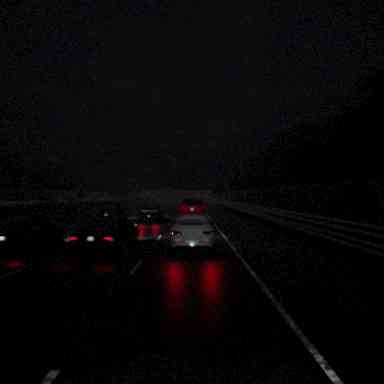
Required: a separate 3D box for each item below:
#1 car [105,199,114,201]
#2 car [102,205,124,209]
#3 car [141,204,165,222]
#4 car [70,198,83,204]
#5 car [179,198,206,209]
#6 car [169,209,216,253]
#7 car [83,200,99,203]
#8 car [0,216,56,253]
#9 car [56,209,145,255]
[{"bbox_3d":[-17.483,2.181,70.974,1.812,1.442,4.674,0,-1,0],"label":"car"},{"bbox_3d":[-6.990,1.844,29.291,1.994,1.385,4.181,0,0,0],"label":"car"},{"bbox_3d":[-3.489,1.772,29.283,2.128,1.511,4.902,0,0,0],"label":"car"},{"bbox_3d":[-24.483,2.157,70.976,1.837,1.490,4.892,0,-1,0],"label":"car"},{"bbox_3d":[0.008,1.494,29.011,2.150,2.045,5.566,0,0,0],"label":"car"},{"bbox_3d":[0.008,1.665,14.360,1.812,1.442,4.674,0,0,0],"label":"car"},{"bbox_3d":[-20.983,2.252,70.945,1.895,1.301,4.718,0,-1,0],"label":"car"},{"bbox_3d":[-6.993,1.703,14.284,1.994,1.385,4.181,0,-1,0],"label":"car"},{"bbox_3d":[-3.496,1.683,13.974,2.033,1.411,5.357,0,-1,0],"label":"car"}]
